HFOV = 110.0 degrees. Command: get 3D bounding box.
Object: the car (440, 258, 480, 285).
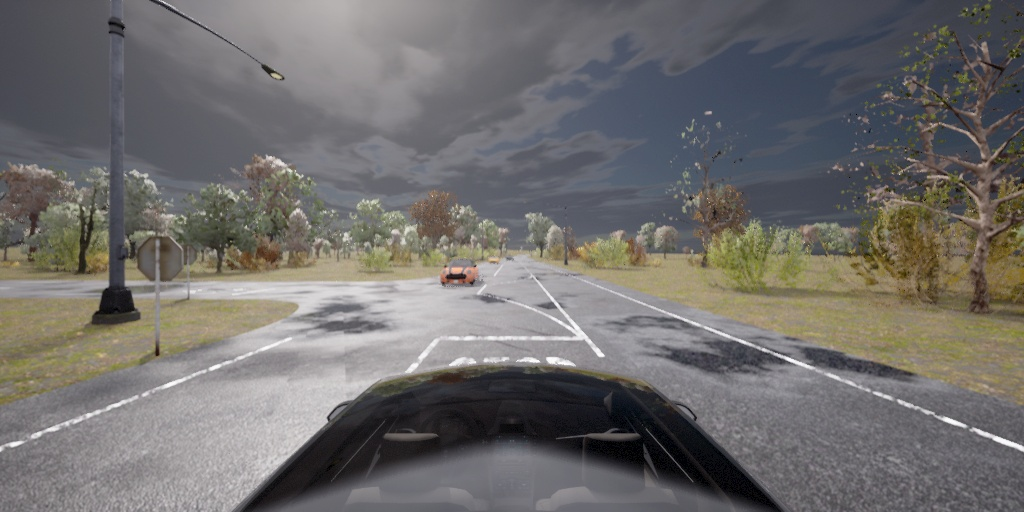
[{"bbox_3d":[-3.405,0.968,24.081,2.097,1.767,4.553,0,0,0],"label":"car"}]
